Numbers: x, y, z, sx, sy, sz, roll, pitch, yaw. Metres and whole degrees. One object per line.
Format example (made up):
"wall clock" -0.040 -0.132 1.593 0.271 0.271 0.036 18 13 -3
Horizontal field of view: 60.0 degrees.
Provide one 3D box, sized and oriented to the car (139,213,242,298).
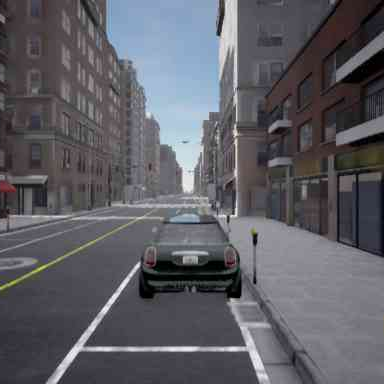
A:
"car" -0.033 1.343 8.620 2.097 1.767 4.553 0 0 0
